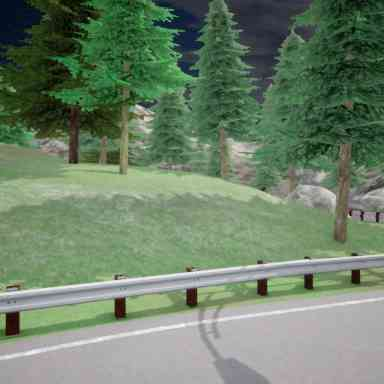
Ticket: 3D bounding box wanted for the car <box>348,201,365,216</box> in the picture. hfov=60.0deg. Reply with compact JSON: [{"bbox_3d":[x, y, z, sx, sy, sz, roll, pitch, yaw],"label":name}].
[{"bbox_3d":[14.153,1.367,31.783,2.097,1.767,4.553,0,0,-19],"label":"car"}]
